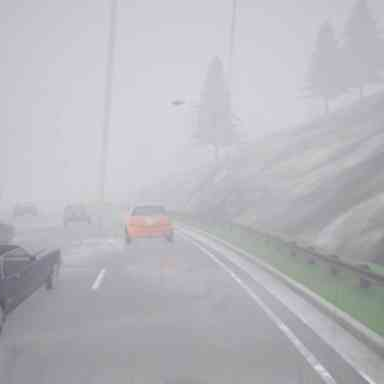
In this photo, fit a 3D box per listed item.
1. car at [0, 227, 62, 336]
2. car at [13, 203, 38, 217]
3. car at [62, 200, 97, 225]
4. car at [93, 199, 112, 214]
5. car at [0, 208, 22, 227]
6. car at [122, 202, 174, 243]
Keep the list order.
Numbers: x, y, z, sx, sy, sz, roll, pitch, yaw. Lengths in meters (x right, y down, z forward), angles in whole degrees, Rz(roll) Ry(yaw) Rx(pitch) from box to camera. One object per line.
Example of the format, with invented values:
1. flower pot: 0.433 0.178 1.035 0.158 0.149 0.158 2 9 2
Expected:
1. car: -3.921 1.616 6.122 1.895 1.301 4.718 0 0 -6
2. car: -15.733 1.649 31.258 1.895 1.301 4.718 0 0 -30
3. car: -8.500 1.558 24.466 2.033 1.411 5.357 0 0 -22
4. car: -9.798 1.477 34.829 1.882 1.535 5.008 0 0 -29
5. car: -8.486 1.581 12.754 2.033 1.411 5.357 0 0 -13
6. car: -2.267 1.336 16.210 2.097 1.767 4.553 -1 0 -14
